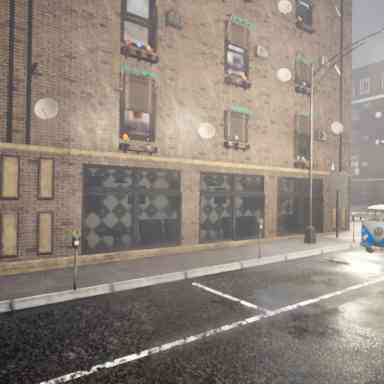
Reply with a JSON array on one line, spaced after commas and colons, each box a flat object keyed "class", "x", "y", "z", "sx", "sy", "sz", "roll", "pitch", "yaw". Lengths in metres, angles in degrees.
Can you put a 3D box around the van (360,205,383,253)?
[{"class": "van", "x": 7.800, "y": 1.343, "z": 12.215, "sx": 3.998, "sy": 1.788, "sz": 1.690, "roll": 0, "pitch": 1, "yaw": -35}]
